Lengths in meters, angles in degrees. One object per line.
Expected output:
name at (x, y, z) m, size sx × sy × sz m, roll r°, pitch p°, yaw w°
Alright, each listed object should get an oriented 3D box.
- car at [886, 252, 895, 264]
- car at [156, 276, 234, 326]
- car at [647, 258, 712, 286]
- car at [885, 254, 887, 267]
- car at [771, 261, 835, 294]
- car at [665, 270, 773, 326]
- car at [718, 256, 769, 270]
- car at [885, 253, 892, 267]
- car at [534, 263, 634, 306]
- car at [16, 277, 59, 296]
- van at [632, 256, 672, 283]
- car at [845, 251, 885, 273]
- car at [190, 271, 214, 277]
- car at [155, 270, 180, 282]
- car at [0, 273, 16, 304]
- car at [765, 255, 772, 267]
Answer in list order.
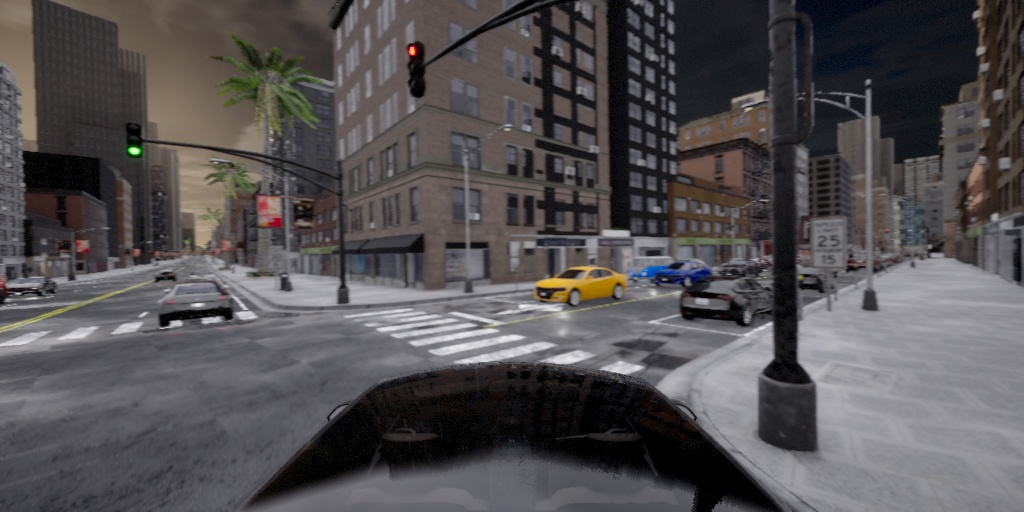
car at (44.631, 0.544, 43.477) m, size 4.507 × 1.381 × 1.888 m, roll 0°, pitch 0°, yaw -40°
car at (-11.717, 1.629, 13.400) m, size 1.994 × 1.385 × 4.181 m, roll -2°, pitch 0°, yaw -41°
car at (10.794, 1.063, 22.527) m, size 5.008 × 1.535 × 1.882 m, roll -1°, pitch 1°, yaw -41°
car at (36.387, 0.673, 36.467) m, size 4.829 × 1.417 × 1.751 m, roll 0°, pitch 0°, yaw -40°
car at (15.323, 1.115, 18.555) m, size 4.313 × 1.339 × 1.948 m, roll 0°, pitch 0°, yaw -40°
car at (6.949, 1.286, 11.434) m, size 4.313 × 1.339 × 1.948 m, roll 0°, pitch 0°, yaw -40°
car at (18.683, 0.976, 29.224) m, size 5.357 × 1.411 × 2.033 m, roll -1°, pitch 1°, yaw -40°
car at (40.444, 0.623, 39.917) m, size 4.403 × 1.370 × 2.007 m, roll 0°, pitch 0°, yaw -40°
car at (3.138, 1.219, 16.015) m, size 5.008 × 1.535 × 1.882 m, roll -1°, pitch 1°, yaw -41°
car at (-36.789, 2.323, 27.464) m, size 2.033 × 1.411 × 5.357 m, roll -2°, pitch 0°, yaw -41°
van at (9.800, 0.922, 25.050) m, size 3.998 × 1.789 × 1.690 m, roll 0°, pitch 0°, yaw -40°
car at (32.070, 0.539, 32.796) m, size 5.009 × 1.841 × 2.192 m, roll 0°, pitch 0°, yaw -40°
car at (-32.659, 2.234, 37.771) m, size 1.895 × 1.301 × 4.718 m, roll -2°, pitch 0°, yaw -41°
car at (-42.010, 2.388, 43.663) m, size 1.837 × 1.490 × 4.892 m, roll -2°, pitch 0°, yaw -41°
car at (-30.019, 1.816, 19.472) m, size 2.150 × 2.045 × 5.566 m, roll -2°, pitch 0°, yaw -40°
car at (26.547, 0.838, 39.291) m, size 4.207 × 1.307 × 1.802 m, roll 0°, pitch 0°, yaw -40°
